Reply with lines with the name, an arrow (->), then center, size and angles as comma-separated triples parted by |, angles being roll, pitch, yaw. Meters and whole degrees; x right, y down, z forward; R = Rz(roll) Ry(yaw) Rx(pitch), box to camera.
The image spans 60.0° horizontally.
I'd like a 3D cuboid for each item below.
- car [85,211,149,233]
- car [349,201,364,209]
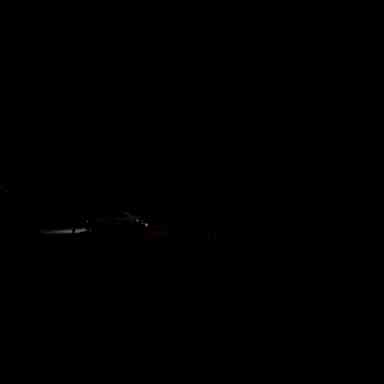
car -> -5.445, 2.140, 24.142 | 4.674, 1.442, 1.812 | -1, -2, 15
car -> 31.227, 2.418, 63.013 | 1.837, 1.490, 4.892 | -2, 0, 37
